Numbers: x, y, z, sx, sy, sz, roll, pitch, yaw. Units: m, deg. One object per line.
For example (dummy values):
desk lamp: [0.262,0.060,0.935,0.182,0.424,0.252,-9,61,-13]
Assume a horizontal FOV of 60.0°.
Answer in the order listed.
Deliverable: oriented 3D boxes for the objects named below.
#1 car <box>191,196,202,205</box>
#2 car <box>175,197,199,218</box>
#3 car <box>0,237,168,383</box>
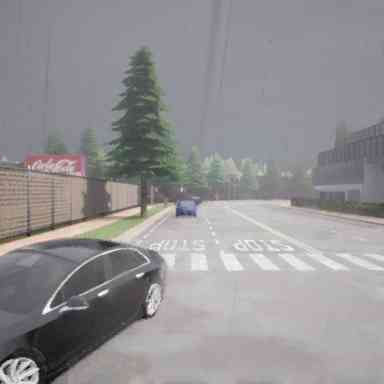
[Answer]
car: [0.363,1.445,56.498,1.882,1.535,5.008,-1,0,12]
car: [-0.504,1.496,30.387,1.882,1.535,5.008,0,0,0]
car: [-2.015,1.555,4.974,1.837,1.490,4.892,3,1,22]
